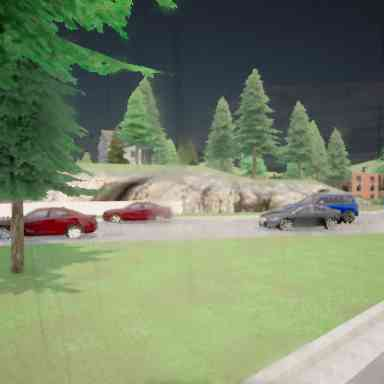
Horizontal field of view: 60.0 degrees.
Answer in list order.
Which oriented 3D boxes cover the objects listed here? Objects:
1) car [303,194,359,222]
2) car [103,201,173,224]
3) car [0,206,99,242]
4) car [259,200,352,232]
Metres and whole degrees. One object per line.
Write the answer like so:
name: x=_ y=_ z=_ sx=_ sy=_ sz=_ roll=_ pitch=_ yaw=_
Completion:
car: x=9.095 y=1.167 z=23.516 sx=5.566 sy=2.045 sz=2.150 roll=0 pitch=0 yaw=-18
car: x=-3.895 y=1.458 z=24.104 sx=5.008 sy=1.535 sz=1.882 roll=0 pitch=0 yaw=-12
car: x=-7.140 y=1.477 z=16.174 sx=5.008 sy=1.535 sz=1.882 roll=0 pitch=0 yaw=-13
car: x=6.309 y=1.449 z=19.288 sx=4.902 sy=1.511 sz=2.128 roll=0 pitch=0 yaw=-15
